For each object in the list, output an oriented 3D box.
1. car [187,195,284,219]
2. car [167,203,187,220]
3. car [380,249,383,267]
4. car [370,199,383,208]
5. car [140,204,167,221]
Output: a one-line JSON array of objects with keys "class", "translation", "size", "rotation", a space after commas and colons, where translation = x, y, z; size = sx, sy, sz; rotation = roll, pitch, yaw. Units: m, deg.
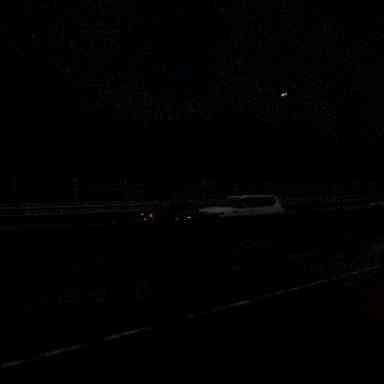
[{"class": "car", "translation": [2.790, 1.179, 18.770], "size": [5.566, 2.045, 2.150], "rotation": [0, 0, -35]}, {"class": "car", "translation": [1.120, 1.460, 21.867], "size": [4.892, 1.490, 1.837], "rotation": [0, 0, -35]}, {"class": "car", "translation": [6.959, 1.574, 8.633], "size": [4.718, 1.301, 1.895], "rotation": [0, 0, -35]}, {"class": "car", "translation": [21.033, 1.326, 35.385], "size": [4.718, 1.301, 1.895], "rotation": [-1, 1, -33]}, {"class": "car", "translation": [-1.076, 1.503, 24.610], "size": [5.357, 1.411, 2.033], "rotation": [0, 0, -35]}]
